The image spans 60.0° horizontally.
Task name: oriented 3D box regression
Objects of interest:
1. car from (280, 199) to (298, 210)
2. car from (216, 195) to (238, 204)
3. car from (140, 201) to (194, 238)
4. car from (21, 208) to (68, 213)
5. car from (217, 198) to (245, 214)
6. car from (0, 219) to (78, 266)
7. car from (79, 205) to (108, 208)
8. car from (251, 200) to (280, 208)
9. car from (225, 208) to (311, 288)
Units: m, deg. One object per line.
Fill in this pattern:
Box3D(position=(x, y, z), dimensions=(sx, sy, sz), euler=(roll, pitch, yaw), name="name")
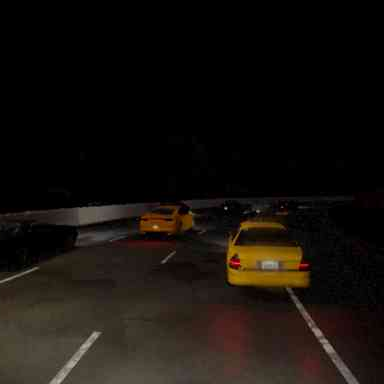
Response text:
Box3D(position=(12.267, 1.590, 42.912), dimensions=(1.895, 1.301, 4.718), euler=(0, 0, 31), name="car")
Box3D(position=(6.957, 1.475, 65.900), dimensions=(2.128, 1.511, 4.902), euler=(0, 0, 39), name="car")
Box3D(position=(-1.164, 1.473, 17.827), dimensions=(1.882, 1.535, 5.008), euler=(0, 0, 12), name="car")
Box3D(position=(-12.730, 1.484, 29.394), dimensions=(2.128, 1.511, 4.902), euler=(0, 0, 17), name="car")
Box3D(position=(4.084, 1.554, 34.171), dimensions=(1.994, 1.385, 4.181), euler=(0, 0, 23), name="car")
Box3D(position=(-5.866, 1.598, 11.634), dimensions=(1.895, 1.301, 4.718), euler=(0, 0, 8), name="car")
Box3D(position=(-8.729, 1.518, 30.521), dimensions=(1.812, 1.442, 4.674), euler=(0, 0, 19), name="car")
Box3D(position=(6.895, 1.518, 32.048), dimensions=(1.812, 1.442, 4.674), euler=(0, 0, 24), name="car")
Box3D(position=(1.895, 1.453, 9.248), dimensions=(1.801, 1.575, 5.366), euler=(0, 0, 7), name="car")
